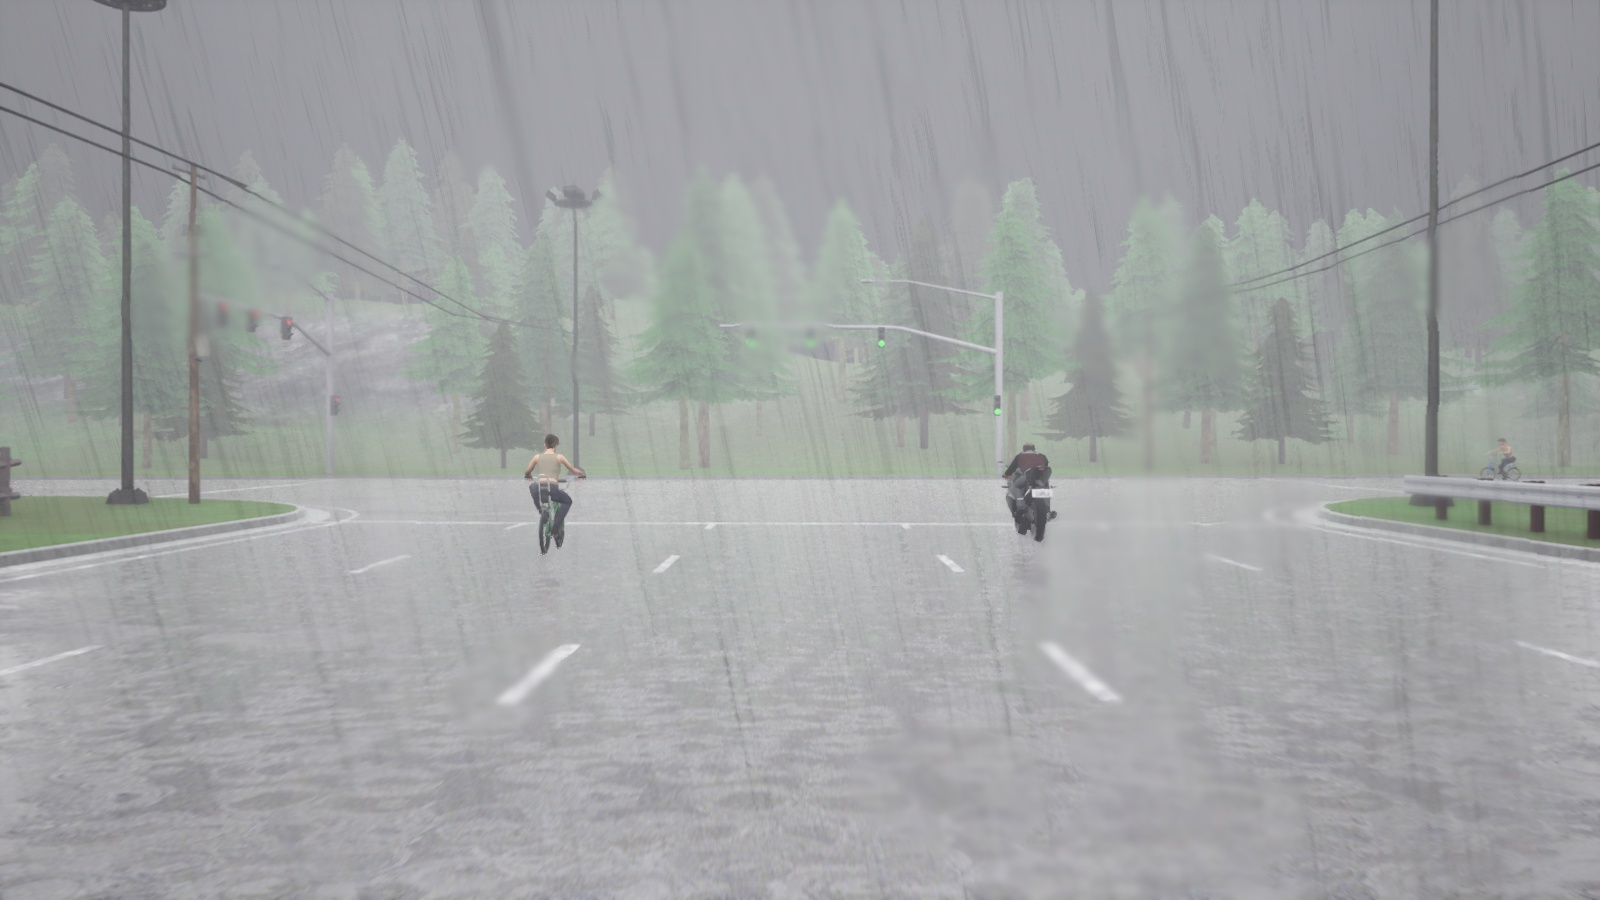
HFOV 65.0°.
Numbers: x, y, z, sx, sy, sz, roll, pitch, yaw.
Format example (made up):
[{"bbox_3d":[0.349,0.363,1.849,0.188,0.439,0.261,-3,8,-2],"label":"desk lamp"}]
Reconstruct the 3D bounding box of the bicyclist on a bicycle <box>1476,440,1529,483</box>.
[{"bbox_3d":[26.928,0.433,48.149,1.509,1.612,0.866,0,0,1],"label":"bicyclist on a bicycle"}]

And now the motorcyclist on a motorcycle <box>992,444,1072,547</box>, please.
[{"bbox_3d":[3.629,0.673,19.854,0.866,1.530,2.191,0,0,0],"label":"motorcyclist on a motorcycle"}]

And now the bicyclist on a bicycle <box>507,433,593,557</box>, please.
[{"bbox_3d":[-3.391,0.583,17.187,0.866,1.612,1.509,0,0,1],"label":"bicyclist on a bicycle"}]
